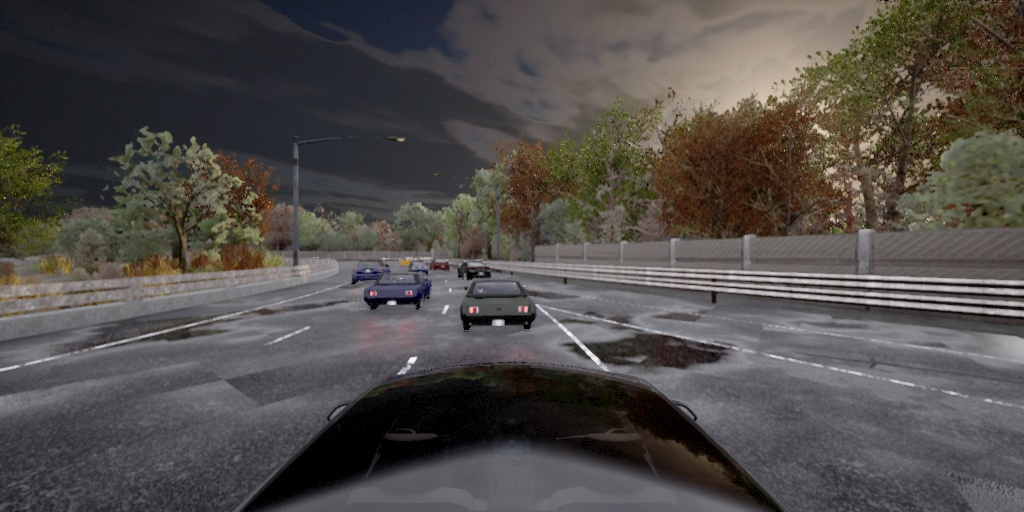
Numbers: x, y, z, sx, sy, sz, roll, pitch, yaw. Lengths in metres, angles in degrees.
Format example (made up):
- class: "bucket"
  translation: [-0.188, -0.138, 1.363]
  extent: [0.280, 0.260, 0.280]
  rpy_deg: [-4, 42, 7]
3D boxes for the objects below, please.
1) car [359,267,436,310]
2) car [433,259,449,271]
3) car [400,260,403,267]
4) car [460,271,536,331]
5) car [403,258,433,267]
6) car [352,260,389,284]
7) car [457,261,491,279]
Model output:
- class: "car"
  translation: [-4.410, 1.317, 14.572]
  extent: [1.895, 1.301, 4.718]
  rpy_deg: [0, 0, -7]
- class: "car"
  translation: [-9.279, 1.113, 45.427]
  extent: [1.882, 1.535, 5.008]
  rpy_deg: [0, 0, -23]
- class: "car"
  translation: [-17.601, 1.071, 61.158]
  extent: [1.882, 1.535, 5.008]
  rpy_deg: [0, 0, -32]
- class: "car"
  translation: [-0.522, 1.327, 10.923]
  extent: [1.895, 1.301, 4.718]
  rpy_deg: [0, 0, -5]
- class: "car"
  translation: [-10.073, 1.202, 38.082]
  extent: [2.033, 1.411, 5.357]
  rpy_deg: [0, 0, -20]
- class: "car"
  translation: [-10.179, 1.037, 26.133]
  extent: [2.097, 1.767, 4.553]
  rpy_deg: [0, 0, -13]
- class: "car"
  translation: [-3.205, 1.155, 29.304]
  extent: [1.882, 1.535, 5.008]
  rpy_deg: [0, 1, -21]
